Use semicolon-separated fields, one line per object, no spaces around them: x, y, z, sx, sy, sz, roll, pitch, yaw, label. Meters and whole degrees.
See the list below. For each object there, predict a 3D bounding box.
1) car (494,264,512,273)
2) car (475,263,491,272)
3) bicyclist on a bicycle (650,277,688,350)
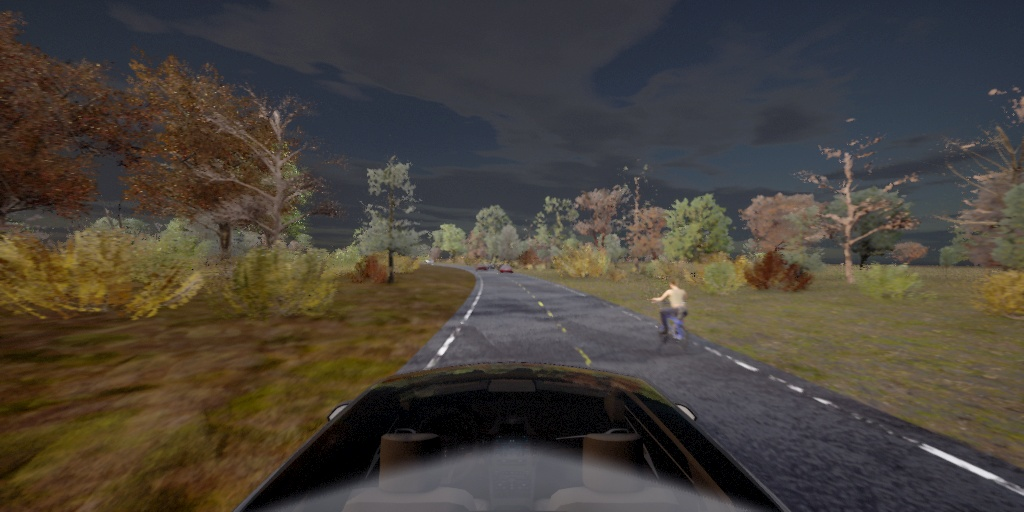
-1.169;1.928;55.310;1.994;1.385;4.181;1;-1;-10;car
-5.036;1.967;59.385;1.895;1.301;4.718;1;-1;-10;car
3.807;1.311;8.548;0.866;1.612;1.509;1;-1;-1;bicyclist on a bicycle
